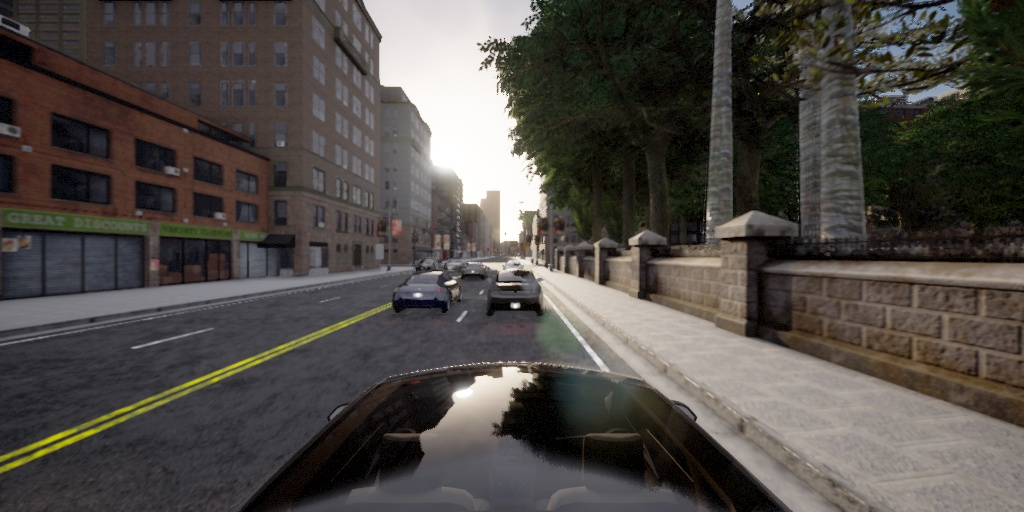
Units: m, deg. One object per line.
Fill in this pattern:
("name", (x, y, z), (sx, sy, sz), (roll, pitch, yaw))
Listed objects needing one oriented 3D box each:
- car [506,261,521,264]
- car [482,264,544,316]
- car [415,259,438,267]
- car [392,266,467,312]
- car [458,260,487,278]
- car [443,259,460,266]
("car", (0.115, 1.177, 31.092), (1.812, 1.442, 4.674), (0, 0, 0))
("car", (0.106, 1.218, 13.241), (1.837, 1.490, 4.892), (0, 1, 0))
("car", (-9.781, 1.123, 41.384), (1.837, 1.490, 4.892), (0, 0, 0))
("car", (-3.143, 1.272, 13.991), (1.994, 1.385, 4.181), (0, 0, 0))
("car", (-3.135, 1.216, 30.706), (1.994, 1.385, 4.181), (0, 0, 0))
("car", (-6.538, 1.113, 40.428), (2.128, 1.511, 4.902), (0, 0, 0))
